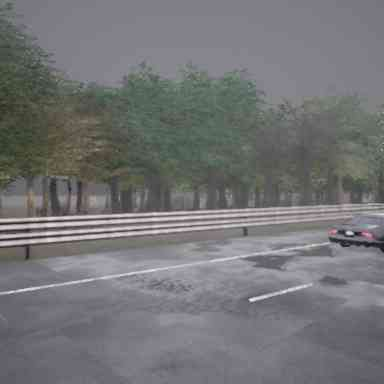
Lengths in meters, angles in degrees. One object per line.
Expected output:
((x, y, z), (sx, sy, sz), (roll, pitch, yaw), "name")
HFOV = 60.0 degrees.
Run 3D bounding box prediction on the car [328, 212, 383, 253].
((7.794, 1.546, 13.594), (5.357, 1.411, 2.033), (0, 0, -36), "car")
